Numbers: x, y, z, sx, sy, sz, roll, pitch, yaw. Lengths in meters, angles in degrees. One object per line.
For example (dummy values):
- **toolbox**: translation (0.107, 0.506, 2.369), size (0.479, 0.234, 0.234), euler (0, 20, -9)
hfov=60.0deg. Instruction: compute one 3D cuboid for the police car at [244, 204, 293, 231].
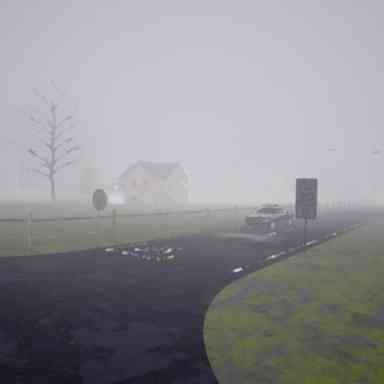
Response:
- **police car**: translation (5.191, 1.621, 22.407), size (1.930, 1.638, 5.238), euler (2, 0, 36)
